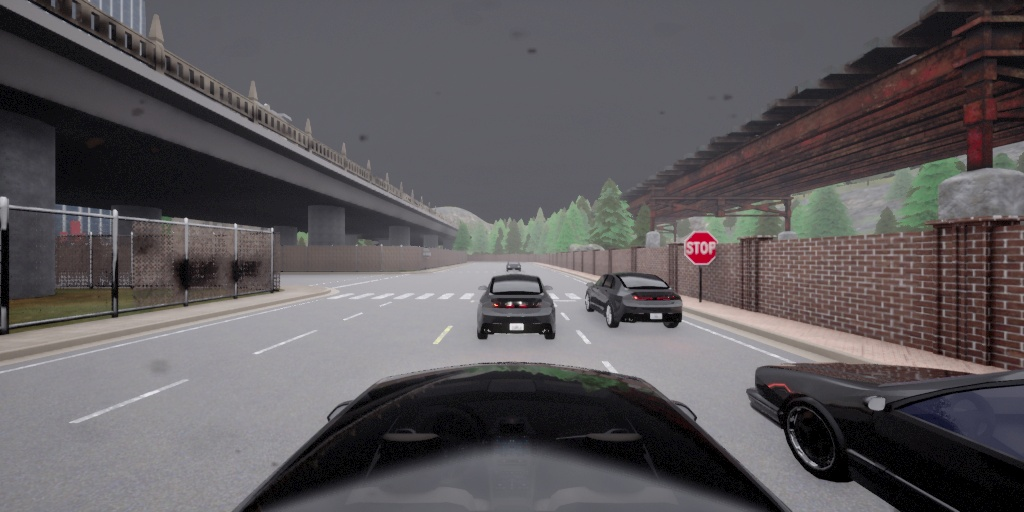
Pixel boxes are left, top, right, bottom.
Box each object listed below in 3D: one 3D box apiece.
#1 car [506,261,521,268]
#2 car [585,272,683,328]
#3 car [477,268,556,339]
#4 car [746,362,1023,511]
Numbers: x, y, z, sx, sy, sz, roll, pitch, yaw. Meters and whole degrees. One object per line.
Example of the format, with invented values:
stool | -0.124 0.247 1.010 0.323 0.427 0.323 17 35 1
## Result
car | 0.203 1.351 46.293 1.895 1.301 4.718 0 0 -1
car | 3.604 1.255 11.366 1.837 1.490 4.892 0 0 0
car | 0.102 1.255 10.009 1.837 1.490 4.892 0 0 0
car | 3.600 1.297 1.620 2.033 1.411 5.357 0 0 0
